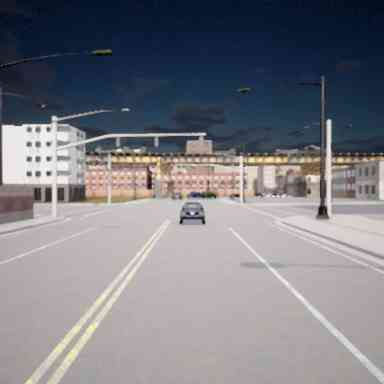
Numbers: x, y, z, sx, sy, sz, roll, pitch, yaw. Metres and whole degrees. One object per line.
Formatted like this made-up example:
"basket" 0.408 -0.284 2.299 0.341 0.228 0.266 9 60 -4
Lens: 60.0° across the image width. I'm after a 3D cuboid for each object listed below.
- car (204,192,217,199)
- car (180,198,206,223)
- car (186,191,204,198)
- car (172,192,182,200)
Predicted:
"car" 4.956 0.876 94.822 2.150 2.045 5.566 0 0 39
"car" 0.045 1.455 24.633 2.033 1.411 5.357 0 0 0
"car" 0.441 0.870 94.549 2.150 2.045 5.566 0 0 31
"car" -3.497 0.936 78.568 2.150 2.045 5.566 0 0 0
